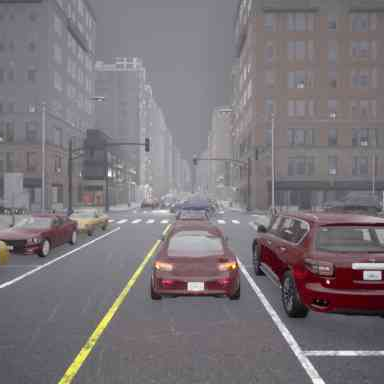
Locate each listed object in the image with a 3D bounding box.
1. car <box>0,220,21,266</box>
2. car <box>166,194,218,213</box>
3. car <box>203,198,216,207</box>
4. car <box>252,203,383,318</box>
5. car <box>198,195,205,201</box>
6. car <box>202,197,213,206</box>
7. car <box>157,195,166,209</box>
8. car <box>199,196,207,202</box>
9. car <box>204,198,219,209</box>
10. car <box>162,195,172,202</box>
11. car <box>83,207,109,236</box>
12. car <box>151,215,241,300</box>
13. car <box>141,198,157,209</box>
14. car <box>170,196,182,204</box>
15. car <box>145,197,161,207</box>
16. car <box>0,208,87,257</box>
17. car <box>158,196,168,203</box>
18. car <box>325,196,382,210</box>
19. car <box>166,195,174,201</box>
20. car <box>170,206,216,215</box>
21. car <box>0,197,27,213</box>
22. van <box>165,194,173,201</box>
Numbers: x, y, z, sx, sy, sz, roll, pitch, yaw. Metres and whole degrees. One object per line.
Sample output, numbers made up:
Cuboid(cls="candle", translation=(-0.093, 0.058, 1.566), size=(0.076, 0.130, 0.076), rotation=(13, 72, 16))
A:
Cuboid(cls="car", translation=(-5.857, 1.527, 7.144), size=(1.752, 1.417, 4.829), rotation=(1, 0, 0))
Cuboid(cls="car", translation=(0.022, 1.385, 32.862), size=(4.553, 1.767, 2.097), rotation=(1, -1, 0))
Cuboid(cls="car", translation=(2.618, 1.595, 51.257), size=(1.802, 1.307, 4.206), rotation=(1, 0, 0))
Cuboid(cls="car", translation=(2.670, 1.317, 7.315), size=(2.192, 1.841, 5.009), rotation=(1, 0, 0))
Cuboid(cls="car", translation=(2.573, 1.599, 90.970), size=(1.947, 1.339, 4.313), rotation=(1, 0, 0))
Cuboid(cls="car", translation=(2.612, 1.597, 56.930), size=(1.802, 1.307, 4.206), rotation=(1, 0, 0))
Cuboid(cls="car", translation=(-3.135, 1.502, 45.495), size=(2.128, 1.511, 4.902), rotation=(0, 0, 1))
Cuboid(cls="car", translation=(2.586, 1.608, 79.623), size=(1.802, 1.307, 4.206), rotation=(1, 0, 0))
Cuboid(cls="car", translation=(2.625, 1.593, 45.583), size=(1.802, 1.307, 4.206), rotation=(1, 0, 0))
Cuboid(cls="car", translation=(-5.938, 1.466, 79.620), size=(1.967, 1.590, 4.097), rotation=(1, 0, 0))
Cuboid(cls="car", translation=(-5.870, 1.529, 18.393), size=(1.752, 1.417, 4.829), rotation=(1, 0, 0))
Cuboid(cls="car", translation=(0.076, 1.528, 8.268), size=(1.812, 1.442, 4.674), rotation=(0, 0, 0))
Cuboid(cls="car", translation=(-5.901, 1.555, 45.583), size=(1.887, 1.381, 4.507), rotation=(1, 0, 0))
Cuboid(cls="car", translation=(-3.105, 1.566, 65.774), size=(2.033, 1.411, 5.357), rotation=(0, 0, 1))
Cuboid(cls="car", translation=(-5.907, 1.557, 51.256), size=(1.887, 1.381, 4.507), rotation=(1, 0, 0))
Cuboid(cls="car", translation=(-5.864, 1.547, 12.938), size=(1.887, 1.381, 4.507), rotation=(1, 0, 0))
Cuboid(cls="car", translation=(-5.927, 1.601, 68.274), size=(1.802, 1.307, 4.206), rotation=(1, 0, 0))
Cuboid(cls="car", translation=(15.666, 1.388, 32.788), size=(5.566, 2.045, 2.150), rotation=(0, -1, 1))
Cuboid(cls="car", translation=(-5.952, 1.615, 90.965), size=(1.802, 1.307, 4.206), rotation=(1, 0, 0))
Cuboid(cls="car", translation=(0.043, 1.605, 17.446), size=(1.895, 1.301, 4.718), rotation=(0, 0, 0))
Cuboid(cls="car", translation=(-17.294, 1.198, 29.740), size=(4.553, 1.767, 2.097), rotation=(1, -1, 0))
Cuboid(cls="van", translation=(-5.944, 1.371, 85.293), size=(1.690, 1.788, 3.998), rotation=(1, 0, 0))
